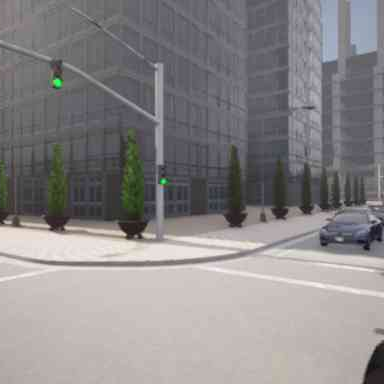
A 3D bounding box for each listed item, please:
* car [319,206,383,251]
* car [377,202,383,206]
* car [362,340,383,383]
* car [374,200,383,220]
[{"bbox_3d":[7.069,1.544,14.584,1.812,1.442,4.674,0,0,38],"label":"car"},{"bbox_3d":[12.153,1.598,21.616,1.994,1.385,4.181,0,0,36],"label":"car"},{"bbox_3d":[3.131,1.557,1.760,4.181,1.385,1.994,0,0,36],"label":"car"},{"bbox_3d":[17.297,1.541,28.741,2.128,1.511,4.902,0,0,36],"label":"car"}]
